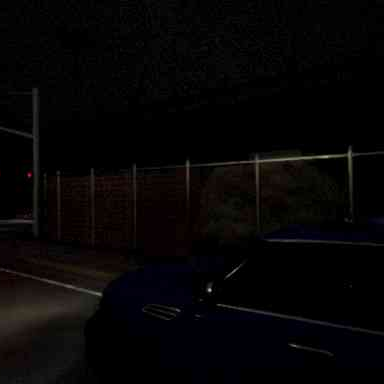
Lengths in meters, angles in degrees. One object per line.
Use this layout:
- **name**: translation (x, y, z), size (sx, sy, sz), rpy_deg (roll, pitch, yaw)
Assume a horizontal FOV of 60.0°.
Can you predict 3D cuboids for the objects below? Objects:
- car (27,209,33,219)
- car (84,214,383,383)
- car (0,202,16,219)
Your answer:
- **car**: translation (-13.667, 1.864, 32.840), size (1.837, 1.490, 4.892), rpy_deg (-1, 0, 35)
- **car**: translation (1.452, 1.227, 2.957), size (5.566, 2.045, 2.150), rpy_deg (0, 0, 35)
- **car**: translation (-19.182, 1.748, 31.237), size (2.097, 1.767, 4.553), rpy_deg (-1, 0, 37)
